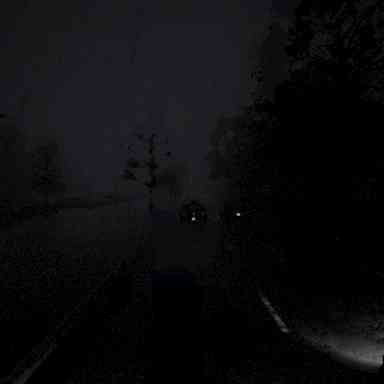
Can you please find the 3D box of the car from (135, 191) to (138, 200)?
[{"bbox_3d":[-13.811,1.079,66.955,4.674,1.452,2.002,-1,1,-20],"label":"car"}]

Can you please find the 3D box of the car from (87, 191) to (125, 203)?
[{"bbox_3d":[-13.799,0.984,51.948,5.566,2.045,2.435,-1,0,-20],"label":"car"}]

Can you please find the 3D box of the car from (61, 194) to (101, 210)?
[{"bbox_3d":[-13.806,1.341,39.934,4.792,1.488,2.163,-1,0,-20],"label":"car"}]

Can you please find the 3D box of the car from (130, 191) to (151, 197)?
[{"bbox_3d":[-13.960,0.559,90.888,5.366,1.575,1.946,-1,1,-20],"label":"car"}]

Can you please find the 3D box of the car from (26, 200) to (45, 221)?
[{"bbox_3d":[-13.840,1.427,24.910,4.674,1.452,2.002,-1,1,-20],"label":"car"}]

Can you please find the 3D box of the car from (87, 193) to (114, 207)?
[{"bbox_3d":[-13.999,1.278,45.858,5.366,1.575,1.946,-1,1,-20],"label":"car"}]

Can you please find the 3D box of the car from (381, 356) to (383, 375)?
[{"bbox_3d":[3.101,1.560,2.003,1.994,1.385,4.181,0,0,0],"label":"car"}]

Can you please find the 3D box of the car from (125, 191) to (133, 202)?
[{"bbox_3d":[-13.644,1.163,58.004,5.366,1.575,1.946,-1,0,-20],"label":"car"}]

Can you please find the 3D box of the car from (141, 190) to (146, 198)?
[{"bbox_3d":[-13.793,0.863,75.953,5.008,1.535,2.097,-1,2,-20],"label":"car"}]

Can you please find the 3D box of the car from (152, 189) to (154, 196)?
[{"bbox_3d":[-13.615,0.608,88.022,5.366,1.575,1.946,-1,1,-20],"label":"car"}]

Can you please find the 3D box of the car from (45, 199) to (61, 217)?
[{"bbox_3d":[-13.817,1.401,27.928,4.792,1.488,2.163,-1,0,-20],"label":"car"}]

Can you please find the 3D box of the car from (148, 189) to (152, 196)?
[{"bbox_3d":[-13.771,0.424,84.966,5.566,2.045,2.435,-1,1,-20],"label":"car"}]

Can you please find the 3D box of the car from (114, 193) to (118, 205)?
[{"bbox_3d":[-13.828,1.297,48.931,4.674,1.452,2.002,-1,0,-20],"label":"car"}]

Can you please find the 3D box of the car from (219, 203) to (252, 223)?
[{"bbox_3d":[3.106,1.457,24.297,1.994,1.385,4.181,0,0,0],"label":"car"}]

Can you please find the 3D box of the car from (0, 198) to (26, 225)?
[{"bbox_3d":[-13.820,1.276,21.937,4.553,1.767,2.185,-1,1,-20],"label":"car"}]

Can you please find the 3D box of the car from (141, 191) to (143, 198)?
[{"bbox_3d":[-13.805,0.964,72.954,4.674,1.452,2.002,-1,1,-20],"label":"car"}]

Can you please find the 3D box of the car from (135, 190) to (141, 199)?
[{"bbox_3d":[-13.838,0.856,69.941,4.553,1.767,2.185,-1,1,-20],"label":"car"}]

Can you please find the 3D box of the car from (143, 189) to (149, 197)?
[{"bbox_3d":[-13.769,0.765,81.969,4.792,1.488,2.163,-1,1,-20],"label":"car"}]

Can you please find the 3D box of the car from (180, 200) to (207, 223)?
[{"bbox_3d":[0.107,1.500,24.493,1.895,1.301,4.718,0,0,0],"label":"car"}]

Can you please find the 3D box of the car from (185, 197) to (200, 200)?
[{"bbox_3d":[0.111,1.335,41.841,1.812,1.442,4.674,0,0,0],"label":"car"}]

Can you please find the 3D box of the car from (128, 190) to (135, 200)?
[{"bbox_3d":[-13.842,0.879,60.928,5.566,2.045,2.435,-1,1,-20],"label":"car"}]
